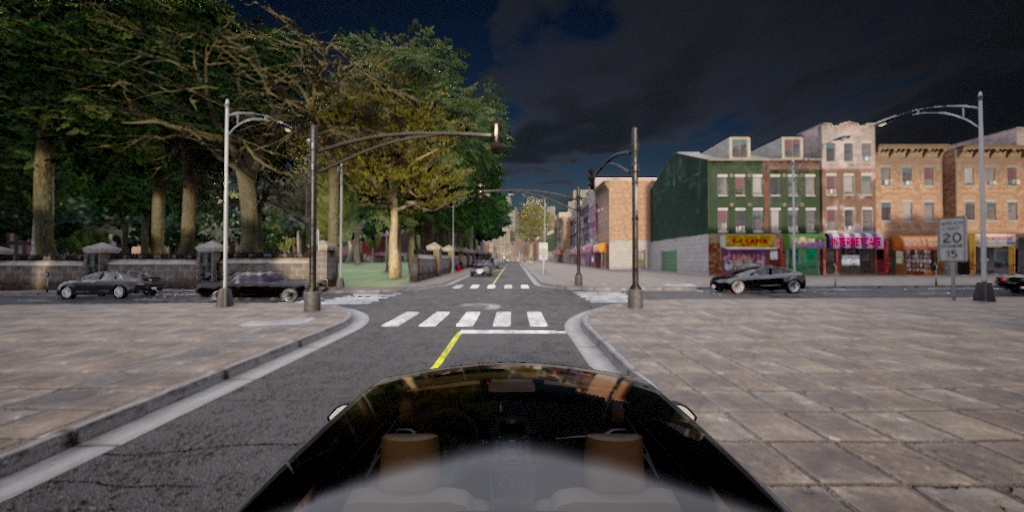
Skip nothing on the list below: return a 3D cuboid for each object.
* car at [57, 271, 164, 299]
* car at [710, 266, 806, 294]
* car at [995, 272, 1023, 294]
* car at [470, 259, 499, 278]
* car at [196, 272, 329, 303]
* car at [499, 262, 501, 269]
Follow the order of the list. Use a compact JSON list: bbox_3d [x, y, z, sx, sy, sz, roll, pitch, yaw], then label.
[{"bbox_3d":[-20.528,1.433,18.396,4.403,1.370,2.007,0,0,0],"label":"car"},{"bbox_3d":[12.456,1.170,18.260,4.313,1.339,1.948,0,0,0],"label":"car"},{"bbox_3d":[24.538,1.081,15.584,4.718,1.301,1.895,0,-1,0],"label":"car"},{"bbox_3d":[-2.703,1.143,33.062,2.128,1.511,4.902,0,0,1],"label":"car"},{"bbox_3d":[-10.739,1.357,15.727,4.718,1.301,1.895,0,-1,0],"label":"car"},{"bbox_3d":[-2.624,1.140,49.927,1.837,1.490,4.892,0,0,1],"label":"car"}]
